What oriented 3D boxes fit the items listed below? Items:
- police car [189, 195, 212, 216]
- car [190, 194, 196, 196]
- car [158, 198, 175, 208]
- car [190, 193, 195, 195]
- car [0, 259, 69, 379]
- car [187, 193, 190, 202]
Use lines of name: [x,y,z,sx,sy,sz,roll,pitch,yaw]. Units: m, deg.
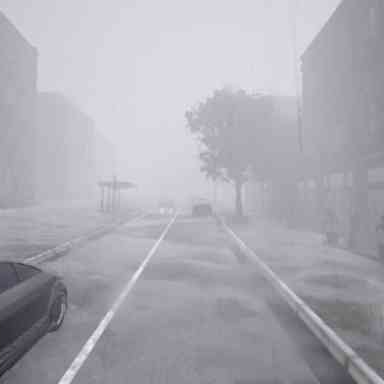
police car: [0.933,1.444,32.582,1.930,1.638,5.238,0,0,0]
car: [0.937,1.445,42.482,1.837,1.490,4.892,0,1,0]
car: [-3.367,1.480,44.981,1.994,1.385,4.181,0,1,0]
car: [0.938,1.339,48.677,1.801,1.575,5.366,0,0,0]
car: [-3.125,1.581,4.097,1.994,1.385,4.181,0,0,0]
car: [-0.075,1.341,67.392,1.895,1.301,4.718,0,0,0]
